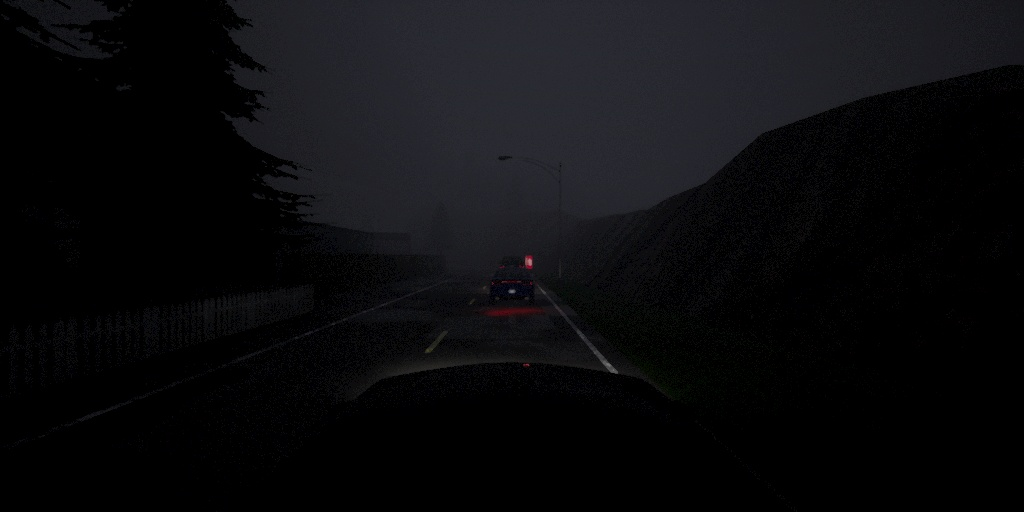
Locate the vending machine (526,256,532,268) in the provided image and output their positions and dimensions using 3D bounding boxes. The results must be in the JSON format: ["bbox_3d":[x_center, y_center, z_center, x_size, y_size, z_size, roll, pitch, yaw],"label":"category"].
[{"bbox_3d":[2.783,0.944,58.339,1.100,2.100,0.880,0,0,-10],"label":"vending machine"}]

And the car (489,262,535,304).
[{"bbox_3d":[0.000,1.235,16.479,1.882,1.535,5.008,0,0,0],"label":"car"}]

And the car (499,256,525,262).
[{"bbox_3d":[0.000,1.008,31.509,2.150,2.045,5.566,0,0,0],"label":"car"}]
